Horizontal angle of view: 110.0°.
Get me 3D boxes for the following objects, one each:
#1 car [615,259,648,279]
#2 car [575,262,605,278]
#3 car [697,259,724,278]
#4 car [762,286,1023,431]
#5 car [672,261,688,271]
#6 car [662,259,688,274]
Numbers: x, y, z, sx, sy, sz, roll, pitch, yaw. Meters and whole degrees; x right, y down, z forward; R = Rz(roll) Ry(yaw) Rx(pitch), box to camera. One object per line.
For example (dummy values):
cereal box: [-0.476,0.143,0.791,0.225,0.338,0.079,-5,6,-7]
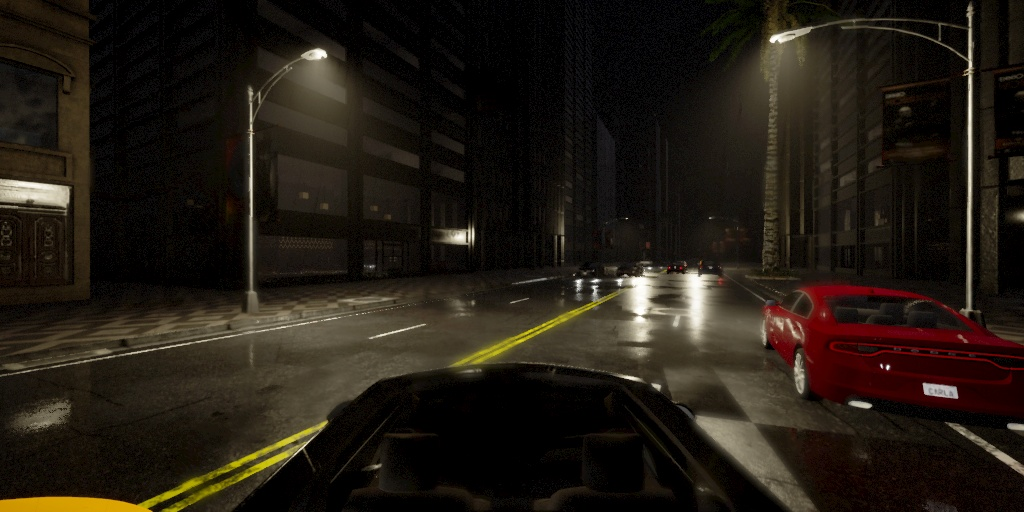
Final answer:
car: [11.117,1.311,33.643,2.033,1.411,5.357,0,0,27]
car: [7.487,1.288,33.690,1.812,1.442,4.674,0,0,27]
car: [19.305,1.118,34.939,2.097,1.767,4.553,0,0,27]
car: [5.516,1.228,5.869,1.882,1.535,5.008,0,0,27]
car: [23.559,1.382,50.258,1.895,1.301,4.718,0,0,27]
car: [18.667,1.318,40.762,2.033,1.411,5.357,0,0,27]
